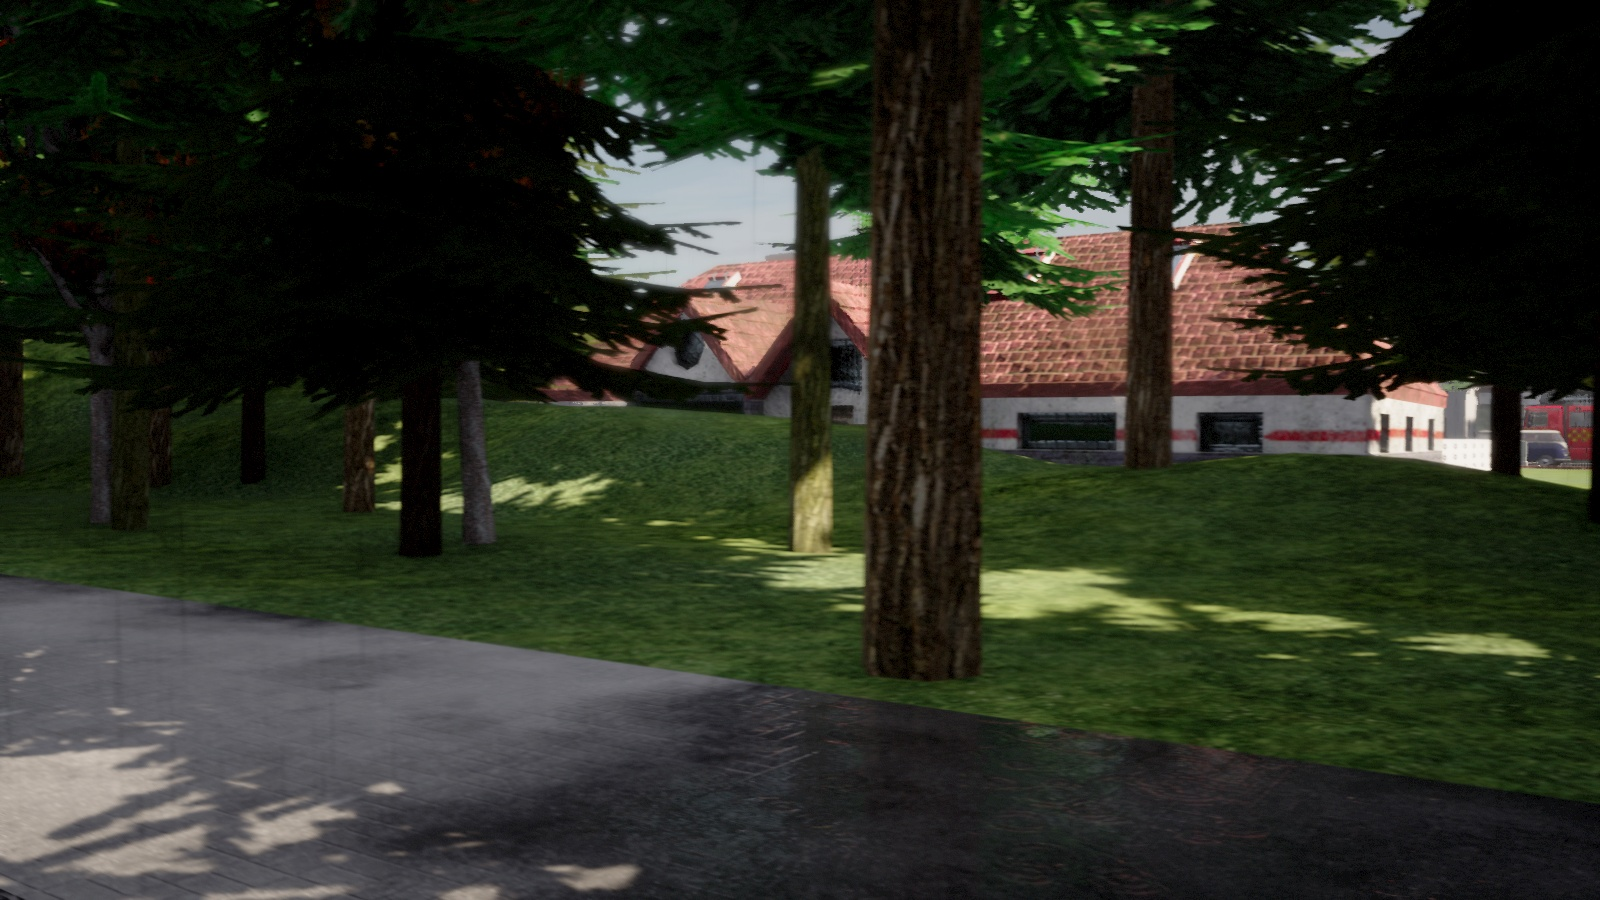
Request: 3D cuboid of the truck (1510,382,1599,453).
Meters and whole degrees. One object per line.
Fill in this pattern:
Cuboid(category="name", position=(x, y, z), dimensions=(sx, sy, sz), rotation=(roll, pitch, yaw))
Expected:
Cuboid(category="truck", position=(43.907, -1.770, 68.872), dimensions=(8.468, 3.827, 2.891), rotation=(0, 1, 33))

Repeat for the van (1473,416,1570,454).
Cuboid(category="van", position=(38.773, -0.787, 67.506), dimensions=(4.442, 1.987, 1.775), rotation=(0, 1, 34))
